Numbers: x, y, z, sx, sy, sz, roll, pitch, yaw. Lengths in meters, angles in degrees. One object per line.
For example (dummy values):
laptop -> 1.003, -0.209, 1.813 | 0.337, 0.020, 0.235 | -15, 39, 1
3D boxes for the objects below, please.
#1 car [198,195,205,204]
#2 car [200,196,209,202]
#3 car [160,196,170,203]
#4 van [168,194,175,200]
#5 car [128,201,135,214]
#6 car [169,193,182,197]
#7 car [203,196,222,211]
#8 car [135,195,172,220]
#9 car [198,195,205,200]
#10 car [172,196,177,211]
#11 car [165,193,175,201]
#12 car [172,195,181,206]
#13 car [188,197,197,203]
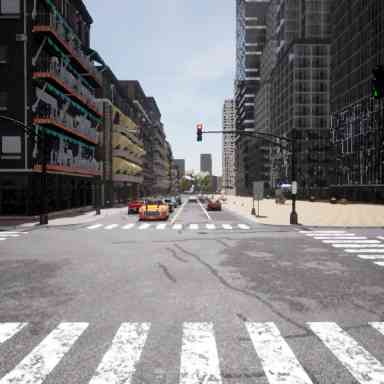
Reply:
car -> 2.689, 1.551, 63.704 | 2.008, 1.369, 4.403 | -1, 0, 0
car -> 2.696, 1.548, 75.002 | 1.887, 1.381, 4.507 | -1, 0, 0
car -> -5.655, 1.584, 69.301 | 1.802, 1.307, 4.206 | -1, 0, 0
van -> -5.643, 1.350, 91.896 | 1.690, 1.788, 3.998 | -1, 0, 0
car -> -5.677, 1.540, 35.407 | 1.887, 1.381, 4.507 | -1, 0, 0
car -> -3.011, 1.217, 58.300 | 2.150, 2.045, 5.566 | 0, 0, 1
car -> 2.673, 1.540, 41.108 | 1.887, 1.381, 4.507 | -1, 0, 0
car -> -3.080, 1.348, 27.662 | 2.097, 1.767, 4.553 | 0, 0, 0
car -> 2.707, 1.535, 92.119 | 1.752, 1.417, 4.829 | -1, 0, 0
car -> -3.071, 1.501, 37.659 | 1.837, 1.490, 4.892 | 0, 0, 0
car -> -5.647, 1.322, 86.248 | 2.192, 1.841, 5.009 | -1, 0, 0
car -> -3.060, 1.544, 47.987 | 2.033, 1.411, 5.357 | 0, 0, 0
car -> 0.154, 1.602, 69.740 | 1.895, 1.301, 4.718 | 0, 0, 0
